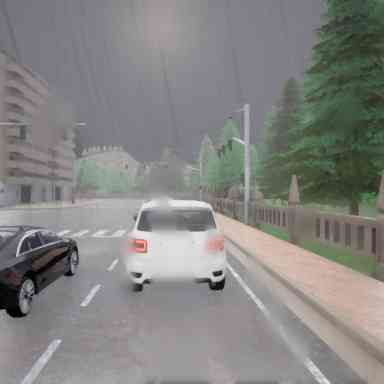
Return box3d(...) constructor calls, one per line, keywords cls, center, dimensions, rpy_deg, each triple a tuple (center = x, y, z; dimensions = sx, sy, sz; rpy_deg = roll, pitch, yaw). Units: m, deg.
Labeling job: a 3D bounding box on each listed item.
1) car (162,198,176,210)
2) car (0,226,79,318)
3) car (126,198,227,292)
box3d(cls="car", center=(-3.096, 1.526, 44.370), dimensions=(1.812, 1.442, 4.674), rpy_deg=(0, 0, -4))
box3d(cls="car", center=(-3.958, 1.492, 7.355), dimensions=(2.128, 1.511, 4.902), rpy_deg=(0, 0, -3))
box3d(cls="car", center=(-0.464, 1.221, 9.130), dimensions=(2.150, 2.045, 5.566), rpy_deg=(0, 0, -4))
